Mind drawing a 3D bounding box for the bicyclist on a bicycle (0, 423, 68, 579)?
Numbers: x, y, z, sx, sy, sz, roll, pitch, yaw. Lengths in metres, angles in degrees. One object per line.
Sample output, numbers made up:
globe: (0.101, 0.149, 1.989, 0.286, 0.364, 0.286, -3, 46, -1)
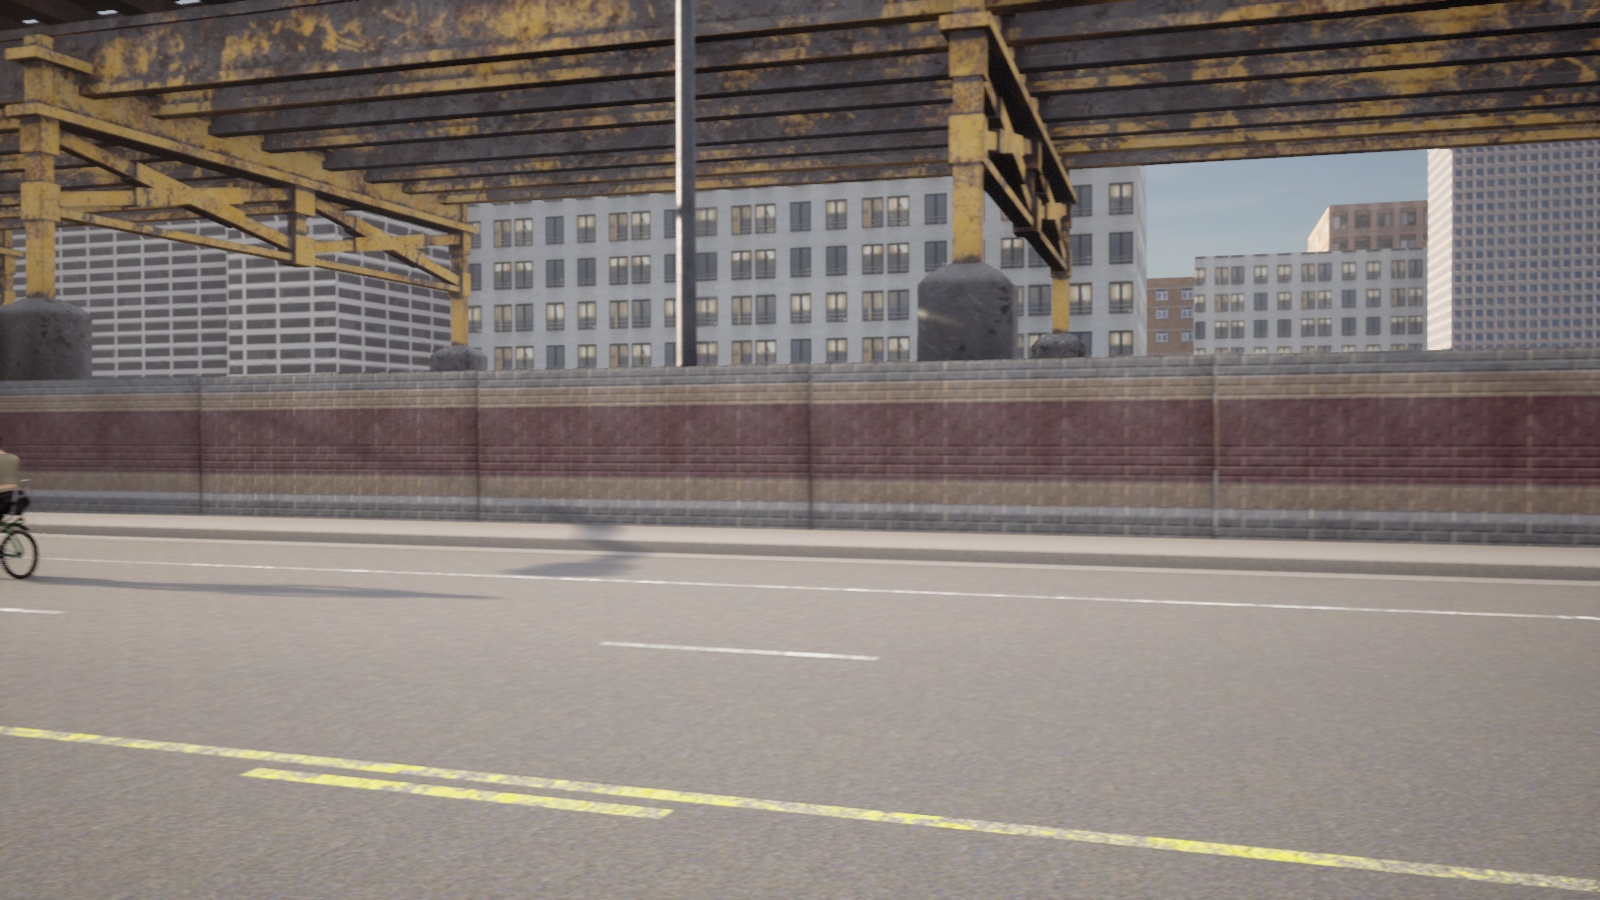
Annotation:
bicyclist on a bicycle: (-8.851, 0.513, 13.553, 1.509, 1.612, 0.866, 1, 1, 19)
